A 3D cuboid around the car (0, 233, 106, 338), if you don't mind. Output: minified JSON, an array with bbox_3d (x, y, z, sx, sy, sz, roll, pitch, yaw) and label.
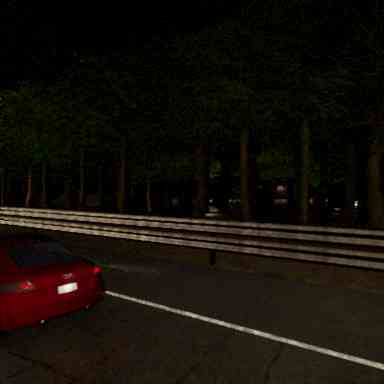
[{"bbox_3d":[-3.663,1.532,6.601,4.181,1.385,1.994,0,0,36],"label":"car"}]
